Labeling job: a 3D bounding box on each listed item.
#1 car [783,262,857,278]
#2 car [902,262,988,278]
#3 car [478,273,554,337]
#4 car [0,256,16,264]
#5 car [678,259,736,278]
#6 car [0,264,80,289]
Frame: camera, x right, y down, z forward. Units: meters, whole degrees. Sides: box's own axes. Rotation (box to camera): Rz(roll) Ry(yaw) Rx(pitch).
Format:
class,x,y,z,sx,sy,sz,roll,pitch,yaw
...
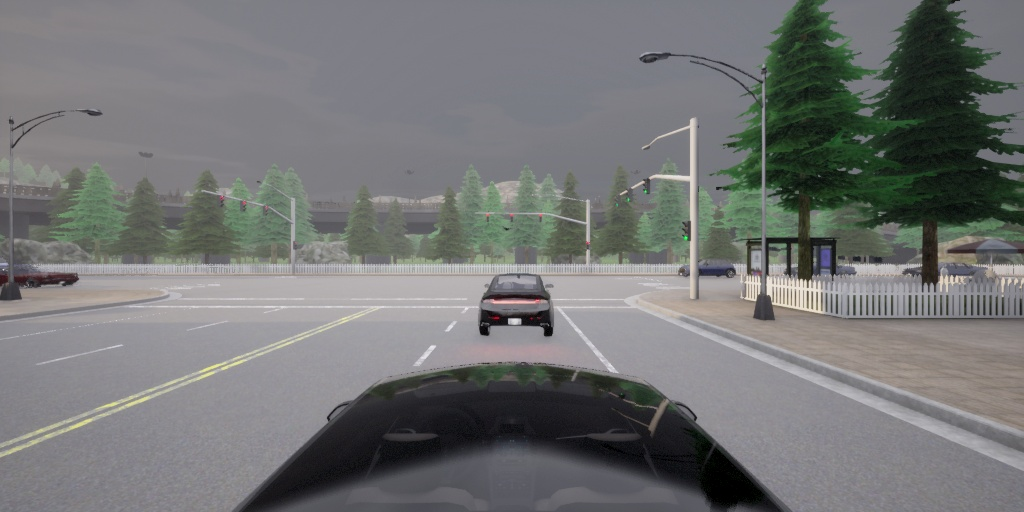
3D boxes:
class,x,y,z,sx,sy,sz,roll,pitch,yaw
car,27.671,1.242,32.274,5.357,1.411,2.033,0,0,1
car,38.061,1.242,31.528,5.357,1.411,2.033,0,0,10
car,0.180,1.242,10.372,2.128,1.511,4.902,0,0,3
car,-37.382,0.916,25.213,5.566,2.045,2.150,0,0,-3
car,17.514,1.046,32.366,4.553,1.767,2.097,0,0,0
car,-29.614,1.295,21.830,4.718,1.301,1.895,0,0,0
